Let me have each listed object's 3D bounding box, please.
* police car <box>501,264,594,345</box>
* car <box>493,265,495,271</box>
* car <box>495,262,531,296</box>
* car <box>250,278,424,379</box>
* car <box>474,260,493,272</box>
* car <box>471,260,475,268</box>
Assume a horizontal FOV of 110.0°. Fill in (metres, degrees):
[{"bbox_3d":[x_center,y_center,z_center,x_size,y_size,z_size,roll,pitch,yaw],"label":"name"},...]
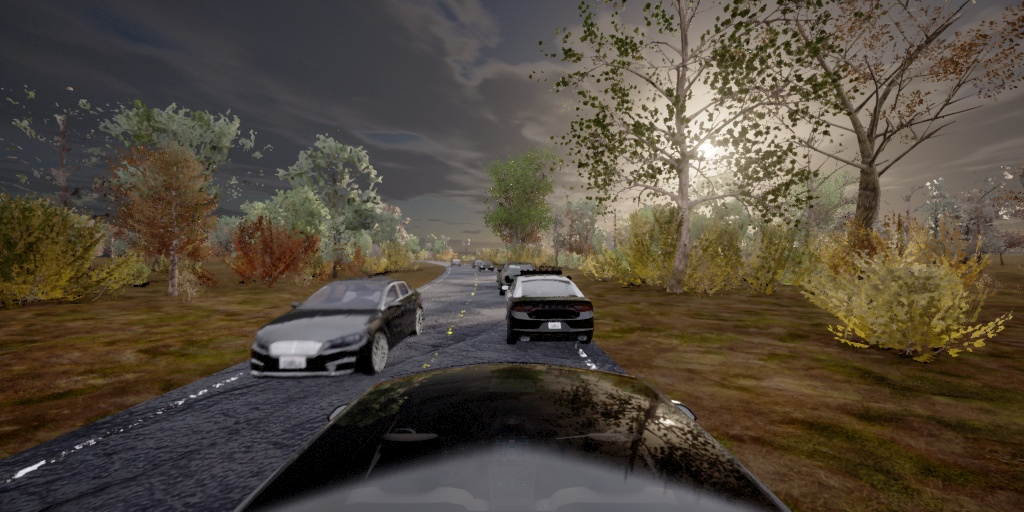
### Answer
[{"bbox_3d":[0.768,1.175,9.698,1.930,1.638,5.238,0,0,-2],"label":"police car"},{"bbox_3d":[-0.146,1.253,25.687,1.837,1.490,4.892,0,0,-5],"label":"car"},{"bbox_3d":[0.298,1.100,19.627,2.097,1.767,4.553,0,0,-4],"label":"car"},{"bbox_3d":[-3.163,1.241,7.518,2.128,1.511,4.902,0,0,-1],"label":"car"},{"bbox_3d":[-3.479,1.347,46.593,1.895,1.301,4.718,0,0,-9],"label":"car"},{"bbox_3d":[-5.571,1.291,58.833,2.033,1.411,5.357,0,0,-11],"label":"car"}]
